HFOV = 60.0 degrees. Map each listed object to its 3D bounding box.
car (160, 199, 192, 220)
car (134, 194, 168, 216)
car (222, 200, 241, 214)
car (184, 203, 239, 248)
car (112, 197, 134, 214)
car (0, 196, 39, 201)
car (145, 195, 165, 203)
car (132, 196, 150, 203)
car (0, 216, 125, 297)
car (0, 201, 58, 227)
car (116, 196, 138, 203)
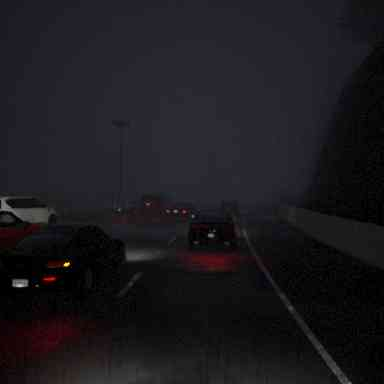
[{"bbox_3d":[-0.786,1.544,28.047,2.033,1.411,5.357,0,0,10],"label":"car"},{"bbox_3d":[-3.448,1.213,32.746,2.150,2.045,5.566,0,0,11],"label":"car"},{"bbox_3d":[3.825,1.496,33.224,2.128,1.511,4.902,0,0,12],"label":"car"},{"bbox_3d":[0.951,1.478,14.884,1.882,1.535,5.008,0,0,5],"label":"car"},{"bbox_3d":[-6.602,1.512,34.695,1.812,1.442,4.674,0,0,12],"label":"car"},{"bbox_3d":[-9.322,1.204,17.700,2.150,2.045,5.566,0,0,6],"label":"car"},{"bbox_3d":[-7.486,1.503,68.193,2.128,1.511,4.902,0,0,21],"label":"car"},{"bbox_3d":[-10.674,1.529,69.638,1.994,1.385,4.181,0,0,21],"label":"car"},{"bbox_3d":[-3.064,1.520,8.457,1.812,1.442,4.674,0,0,3],"label":"car"},{"bbox_3d":[-6.421,1.340,10.489,2.097,1.767,4.553,0,0,4],"label":"car"},{"bbox_3d":[-13.853,1.511,71.129,2.033,1.411,5.357,0,0,21],"label":"car"}]
